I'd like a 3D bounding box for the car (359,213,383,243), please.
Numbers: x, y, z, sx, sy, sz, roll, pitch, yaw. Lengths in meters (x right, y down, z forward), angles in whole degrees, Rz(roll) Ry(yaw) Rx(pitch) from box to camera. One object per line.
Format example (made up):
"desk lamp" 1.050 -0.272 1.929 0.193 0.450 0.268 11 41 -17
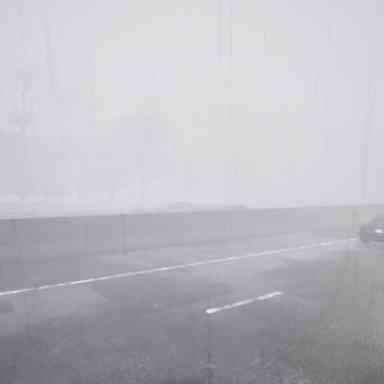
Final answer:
"car" 9.300 1.572 14.806 4.181 1.385 1.994 0 0 -36

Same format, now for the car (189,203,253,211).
"car" 2.467 1.572 22.828 4.892 1.490 1.837 0 0 -36

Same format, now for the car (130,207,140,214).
"car" -3.297 1.651 30.854 4.718 1.301 1.895 0 0 -33

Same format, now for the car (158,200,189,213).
"car" 0.434 1.561 25.677 5.357 1.411 2.033 0 0 -36

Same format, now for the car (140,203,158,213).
"car" -1.599 1.489 28.526 5.008 1.535 1.882 0 0 -36
